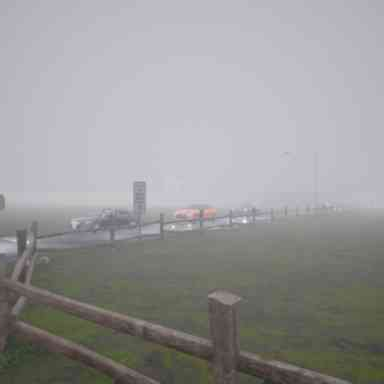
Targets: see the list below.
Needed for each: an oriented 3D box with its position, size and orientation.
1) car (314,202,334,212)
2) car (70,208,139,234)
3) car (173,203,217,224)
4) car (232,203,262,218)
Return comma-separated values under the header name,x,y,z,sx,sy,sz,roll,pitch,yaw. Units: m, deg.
name,x,y,z,sx,sy,sz,roll,pitch,yaw
car,21.796,2.404,54.881,2.097,1.767,4.553,-1,-1,37
car,-5.457,1.792,21.403,2.128,1.511,4.902,-1,-1,36
car,0.352,1.833,29.609,2.097,1.767,4.553,-1,-1,35
car,6.214,2.015,37.895,2.097,1.767,4.553,-1,-1,35
